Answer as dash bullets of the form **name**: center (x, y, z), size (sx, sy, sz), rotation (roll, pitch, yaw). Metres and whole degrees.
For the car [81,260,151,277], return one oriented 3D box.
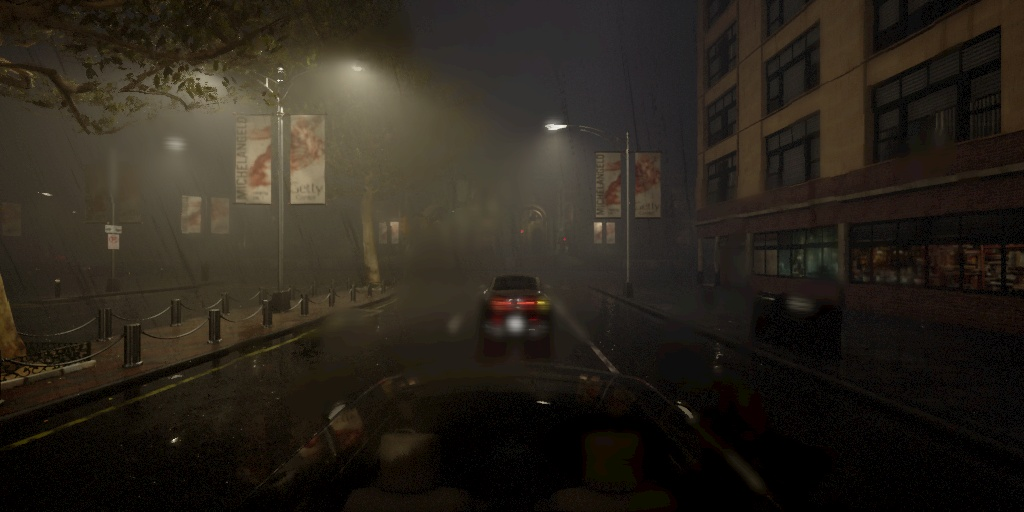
- **car**: center (-38.407, 1.314, 34.877), size (4.181, 1.385, 1.994), rotation (0, 0, 0)

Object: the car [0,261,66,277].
- **car**: center (-47.267, 1.255, 34.907), size (4.892, 1.490, 1.837), rotation (0, 0, -1)

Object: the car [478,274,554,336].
- **car**: center (0.122, 1.255, 10.365), size (1.837, 1.490, 4.892), rotation (0, 0, 1)

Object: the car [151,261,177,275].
- **car**: center (-38.903, 1.228, 38.383), size (5.008, 1.535, 1.882), rotation (0, 0, 0)

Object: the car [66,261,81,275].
- **car**: center (-48.153, 1.241, 38.414), size (4.902, 1.511, 2.128), rotation (0, 0, 0)
